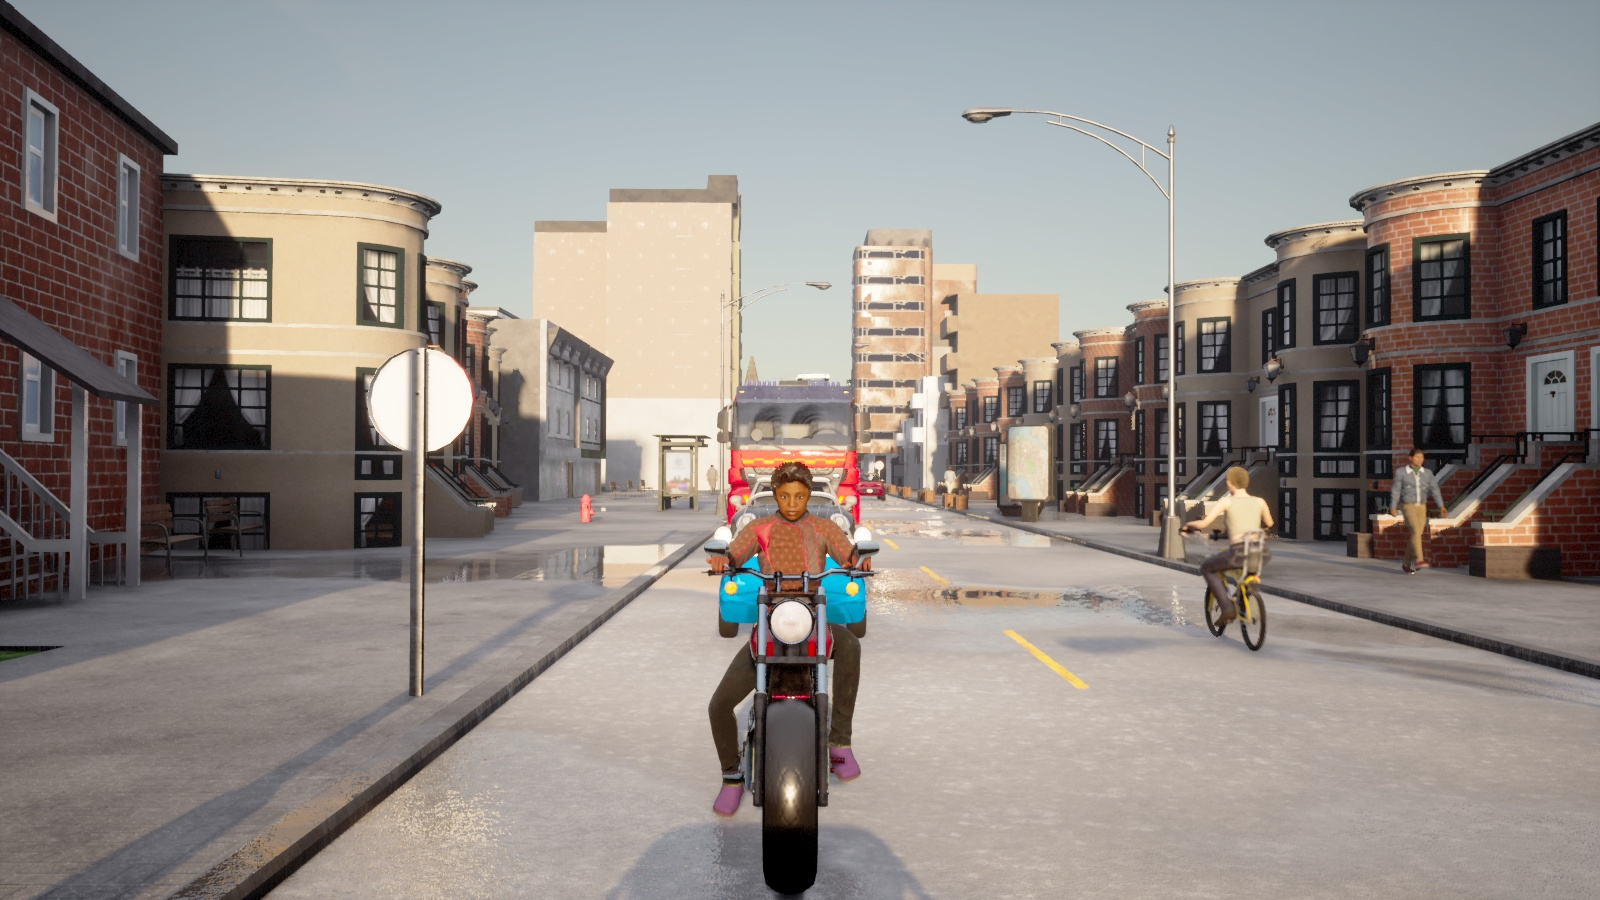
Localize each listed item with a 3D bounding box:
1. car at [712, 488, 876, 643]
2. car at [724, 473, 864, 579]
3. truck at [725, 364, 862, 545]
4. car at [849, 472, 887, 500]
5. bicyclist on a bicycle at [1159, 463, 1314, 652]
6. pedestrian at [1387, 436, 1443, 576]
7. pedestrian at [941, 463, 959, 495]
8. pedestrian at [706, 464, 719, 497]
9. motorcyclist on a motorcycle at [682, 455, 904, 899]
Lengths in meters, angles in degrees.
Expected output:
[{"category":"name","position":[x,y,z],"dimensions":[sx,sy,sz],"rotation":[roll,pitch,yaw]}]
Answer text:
[{"category":"car","position":[-0.062,1.078,12.451],"dimensions":[1.481,1.376,2.207],"rotation":[0,-1,0]},{"category":"car","position":[-0.096,1.109,19.632],"dimensions":[1.970,1.475,3.806],"rotation":[0,-1,0]},{"category":"truck","position":[-0.150,0.167,30.826],"dimensions":[2.891,3.827,8.468],"rotation":[0,-1,0]},{"category":"car","position":[3.684,1.960,68.475],"dimensions":[1.816,1.474,4.193],"rotation":[0,-1,0]},{"category":"bicyclist on a bicycle","position":[3.946,0.928,11.487],"dimensions":[0.866,1.612,1.509],"rotation":[0,-1,-1]},{"category":"pedestrian","position":[8.798,0.791,17.997],"dimensions":[0.423,1.949,0.788],"rotation":[0,-1,3]},{"category":"pedestrian","position":[8.758,1.717,73.316],"dimensions":[0.874,1.855,0.900],"rotation":[0,-1,-2]},{"category":"pedestrian","position":[-5.189,1.793,74.537],"dimensions":[0.659,1.952,0.873],"rotation":[0,-1,2]},{"category":"motorcyclist on a motorcycle","position":[-0.031,0.858,5.541],"dimensions":[0.766,1.649,2.350],"rotation":[0,-1,0]}]
